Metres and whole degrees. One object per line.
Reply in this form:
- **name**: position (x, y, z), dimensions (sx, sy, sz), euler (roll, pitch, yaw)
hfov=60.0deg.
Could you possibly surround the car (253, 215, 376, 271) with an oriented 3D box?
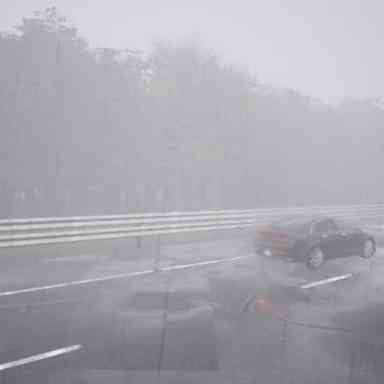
- **car**: position (4.199, 1.523, 11.066), dimensions (4.892, 1.490, 1.837), euler (0, 0, -35)
